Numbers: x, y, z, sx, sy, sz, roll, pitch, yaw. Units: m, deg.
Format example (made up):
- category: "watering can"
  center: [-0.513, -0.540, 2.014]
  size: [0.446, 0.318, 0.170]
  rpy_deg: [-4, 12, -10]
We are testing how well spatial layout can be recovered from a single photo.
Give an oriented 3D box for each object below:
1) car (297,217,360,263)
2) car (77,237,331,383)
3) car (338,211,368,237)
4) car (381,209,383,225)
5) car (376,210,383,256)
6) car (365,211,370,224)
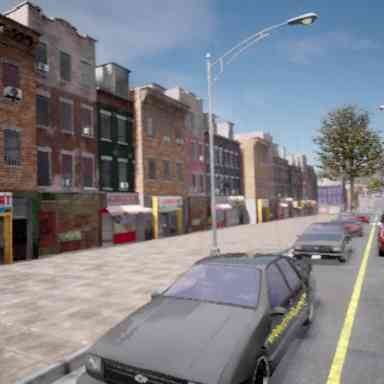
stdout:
- category: "car"
  center: [5.774, 2.008, 14.263]
  size: [2.033, 1.411, 5.357]
  rpy_deg: [-3, -3, 30]
- category: "car"
  center: [0.772, 1.768, 5.455]
  size: [2.033, 1.411, 5.357]
  rpy_deg: [-3, -3, 29]
- category: "car"
  center: [10.726, 2.287, 22.976]
  size: [1.994, 1.385, 4.181]
  rpy_deg: [-3, -3, 29]
- category: "car"
  center: [20.551, 2.505, 34.320]
  size: [1.837, 1.490, 4.892]
  rpy_deg: [-3, -3, 29]
- category: "car"
  center: [9.330, 1.732, 14.576]
  size: [2.097, 1.767, 4.553]
  rpy_deg: [-3, -3, 29]
- category: "car"
  center: [17.813, 2.714, 35.286]
  size: [1.895, 1.301, 4.718]
  rpy_deg: [-3, -3, 30]
